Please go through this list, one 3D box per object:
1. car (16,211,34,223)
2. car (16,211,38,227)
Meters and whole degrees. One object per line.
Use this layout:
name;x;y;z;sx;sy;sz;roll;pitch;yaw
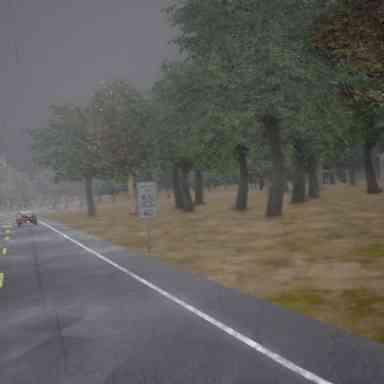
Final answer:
car;-22.834;3.349;45.288;2.033;1.411;5.357;-3;-1;-28
car;-17.773;2.900;35.960;1.837;1.490;4.892;-3;-1;-28
